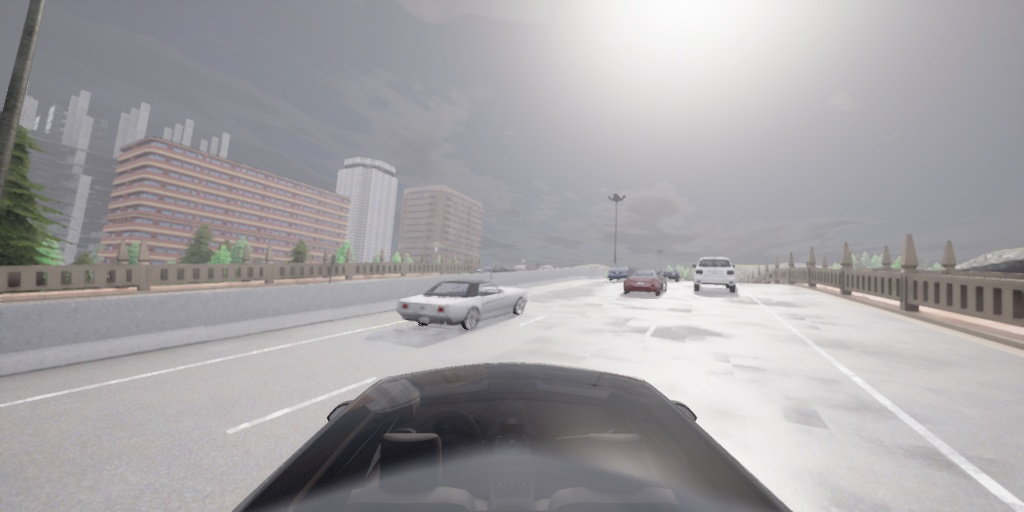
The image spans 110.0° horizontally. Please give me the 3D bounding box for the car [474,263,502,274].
[{"bbox_3d":[-2.300,1.561,39.527,2.128,1.511,4.902,0,-2,28],"label":"car"}]

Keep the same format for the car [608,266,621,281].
[{"bbox_3d":[10.124,1.606,32.664,2.033,1.411,5.357,0,-2,28],"label":"car"}]

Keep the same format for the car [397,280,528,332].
[{"bbox_3d":[-1.235,1.399,11.320,1.895,1.301,4.718,0,0,28],"label":"car"}]

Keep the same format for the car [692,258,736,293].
[{"bbox_3d":[12.831,1.122,22.843,2.150,2.045,5.566,0,-1,28],"label":"car"}]

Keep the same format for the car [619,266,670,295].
[{"bbox_3d":[7.783,1.437,20.816,1.994,1.385,4.181,0,0,28],"label":"car"}]

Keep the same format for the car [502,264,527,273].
[{"bbox_3d":[1.109,1.621,38.480,1.812,1.442,4.674,0,-2,28],"label":"car"}]

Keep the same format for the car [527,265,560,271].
[{"bbox_3d":[3.582,1.571,35.683,1.812,1.442,4.674,0,-2,28],"label":"car"}]

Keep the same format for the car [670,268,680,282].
[{"bbox_3d":[15.202,1.852,34.756,1.895,1.301,4.718,0,-3,28],"label":"car"}]
